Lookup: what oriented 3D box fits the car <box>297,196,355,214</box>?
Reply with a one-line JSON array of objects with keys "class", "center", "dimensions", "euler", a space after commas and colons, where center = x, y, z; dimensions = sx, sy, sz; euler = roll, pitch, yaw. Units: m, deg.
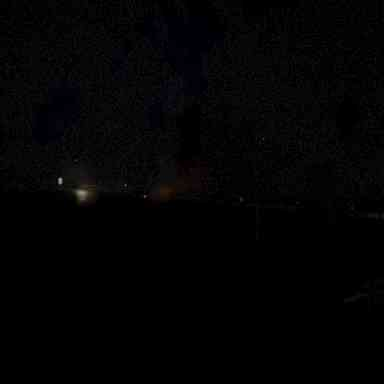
[{"class": "car", "center": [11.418, 0.952, 28.604], "dimensions": [2.128, 1.511, 4.902], "euler": [0, 2, -36]}]

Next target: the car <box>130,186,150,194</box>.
[{"class": "car", "center": [-9.892, -0.414, 63.322], "dimensions": [1.994, 1.385, 4.181], "euler": [0, 2, -36]}]

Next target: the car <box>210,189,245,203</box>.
[{"class": "car", "center": [4.073, 0.481, 38.885], "dimensions": [2.128, 1.511, 4.902], "euler": [0, 2, -36]}]

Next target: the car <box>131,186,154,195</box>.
[{"class": "car", "center": [-8.496, -0.230, 56.631], "dimensions": [2.033, 1.411, 5.357], "euler": [0, 2, -35]}]

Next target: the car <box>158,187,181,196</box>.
[{"class": "car", "center": [-3.800, -0.148, 54.882], "dimensions": [1.882, 1.535, 5.008], "euler": [0, 2, -35]}]
